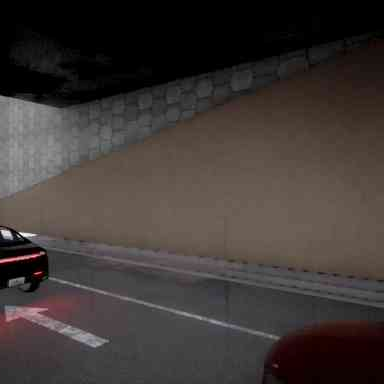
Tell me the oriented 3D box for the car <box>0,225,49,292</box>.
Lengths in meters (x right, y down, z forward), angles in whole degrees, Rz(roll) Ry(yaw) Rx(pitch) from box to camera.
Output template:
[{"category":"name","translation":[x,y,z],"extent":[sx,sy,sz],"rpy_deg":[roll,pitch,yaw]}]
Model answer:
[{"category":"car","translation":[-5.305,1.492,7.728],"extent":[4.902,1.511,2.128],"rpy_deg":[0,0,35]}]

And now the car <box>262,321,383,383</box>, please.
[{"category":"car","translation":[2.702,1.526,1.957],"extent":[4.674,1.442,1.812],"rpy_deg":[0,0,36]}]
